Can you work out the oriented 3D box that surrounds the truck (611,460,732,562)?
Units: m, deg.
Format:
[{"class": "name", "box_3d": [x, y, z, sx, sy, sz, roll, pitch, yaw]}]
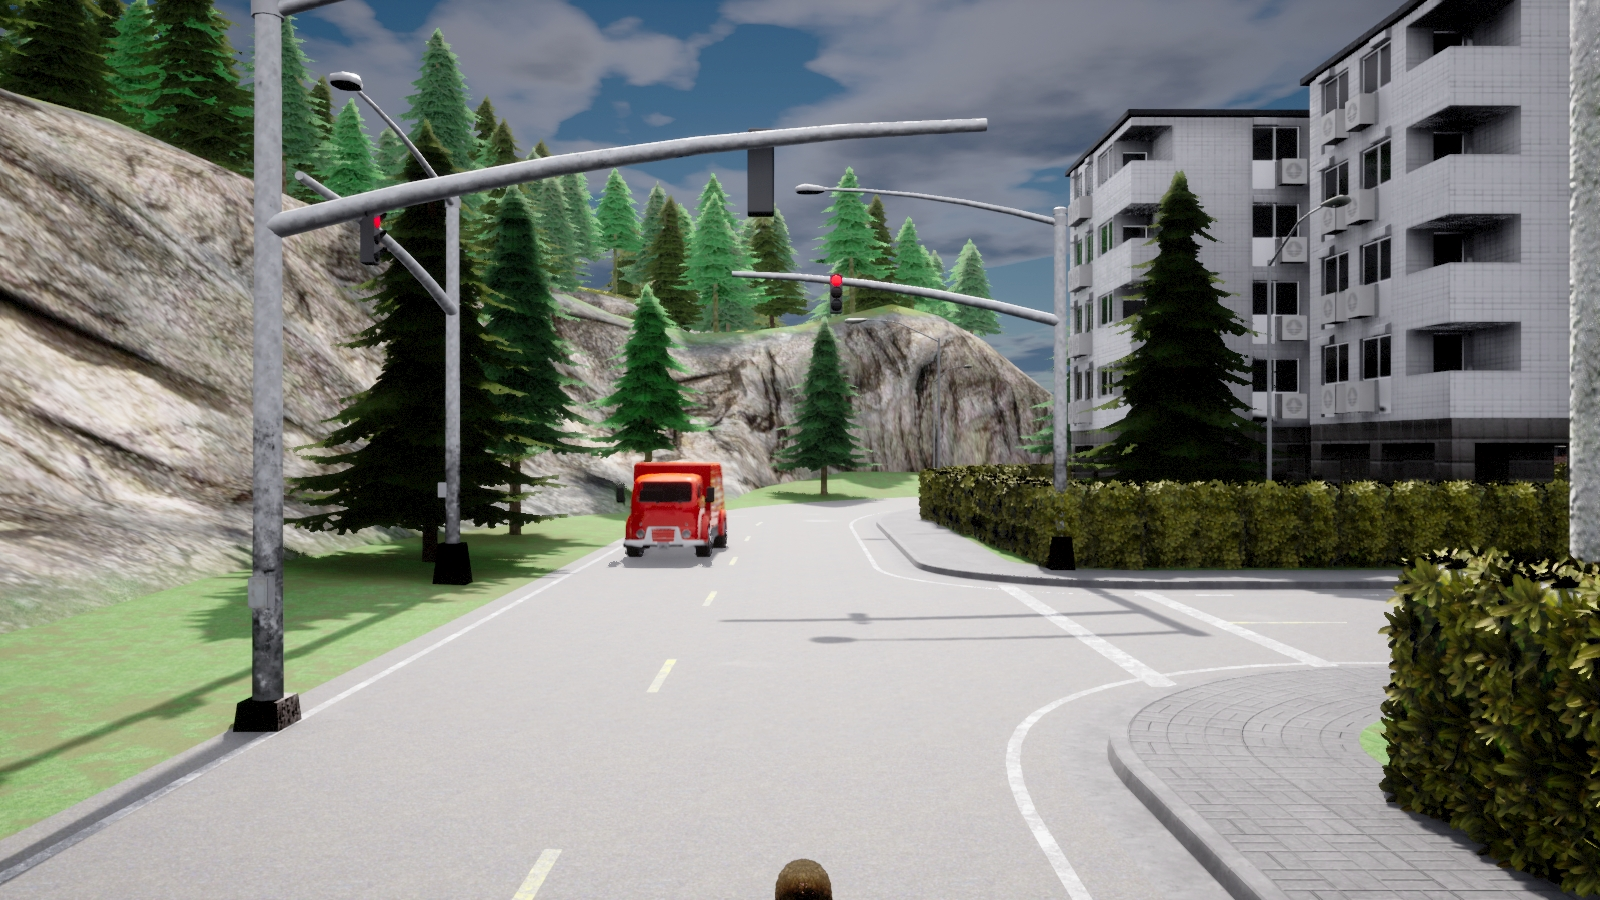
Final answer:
[{"class": "truck", "box_3d": [-3.382, 1.544, 31.193, 2.627, 2.467, 5.204, 0, 0, 1]}]

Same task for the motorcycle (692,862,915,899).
[{"class": "motorcycle", "box_3d": [0.010, 2.193, 3.477, 0.803, 1.145, 2.033, 0, 0, 0]}]
